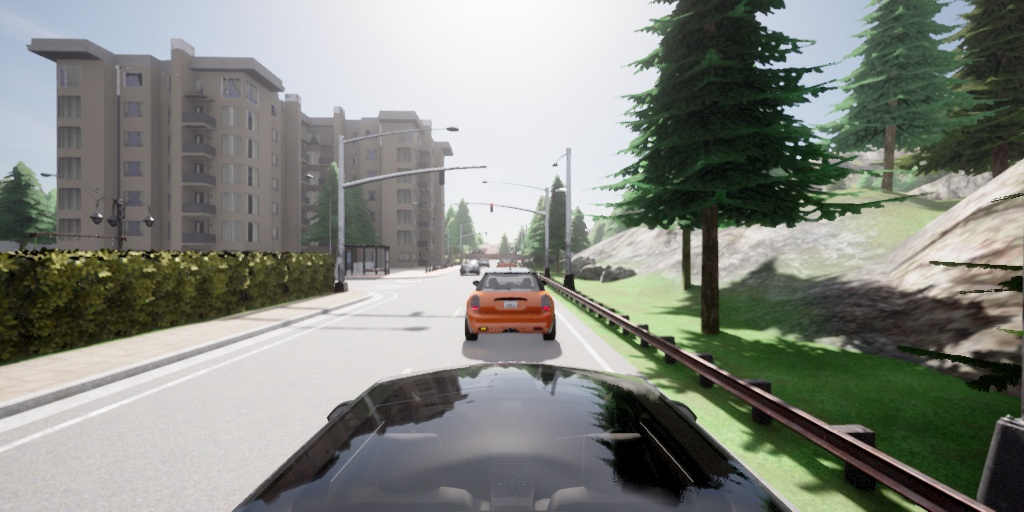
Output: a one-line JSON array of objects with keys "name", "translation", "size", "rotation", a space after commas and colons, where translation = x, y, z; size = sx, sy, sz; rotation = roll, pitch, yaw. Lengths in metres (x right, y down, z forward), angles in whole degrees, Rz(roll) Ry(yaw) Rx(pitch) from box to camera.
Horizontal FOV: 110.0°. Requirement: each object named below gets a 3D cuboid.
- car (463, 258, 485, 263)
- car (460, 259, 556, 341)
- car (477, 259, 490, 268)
[{"name": "car", "translation": [-4.208, 1.178, 36.676], "size": [2.128, 1.511, 4.902], "rotation": [0, 0, -1]}, {"name": "car", "translation": [-0.057, 1.087, 10.011], "size": [2.097, 1.767, 4.553], "rotation": [0, 0, -1]}, {"name": "car", "translation": [-4.559, 1.155, 58.185], "size": [1.837, 1.490, 4.892], "rotation": [0, 0, -1]}]
